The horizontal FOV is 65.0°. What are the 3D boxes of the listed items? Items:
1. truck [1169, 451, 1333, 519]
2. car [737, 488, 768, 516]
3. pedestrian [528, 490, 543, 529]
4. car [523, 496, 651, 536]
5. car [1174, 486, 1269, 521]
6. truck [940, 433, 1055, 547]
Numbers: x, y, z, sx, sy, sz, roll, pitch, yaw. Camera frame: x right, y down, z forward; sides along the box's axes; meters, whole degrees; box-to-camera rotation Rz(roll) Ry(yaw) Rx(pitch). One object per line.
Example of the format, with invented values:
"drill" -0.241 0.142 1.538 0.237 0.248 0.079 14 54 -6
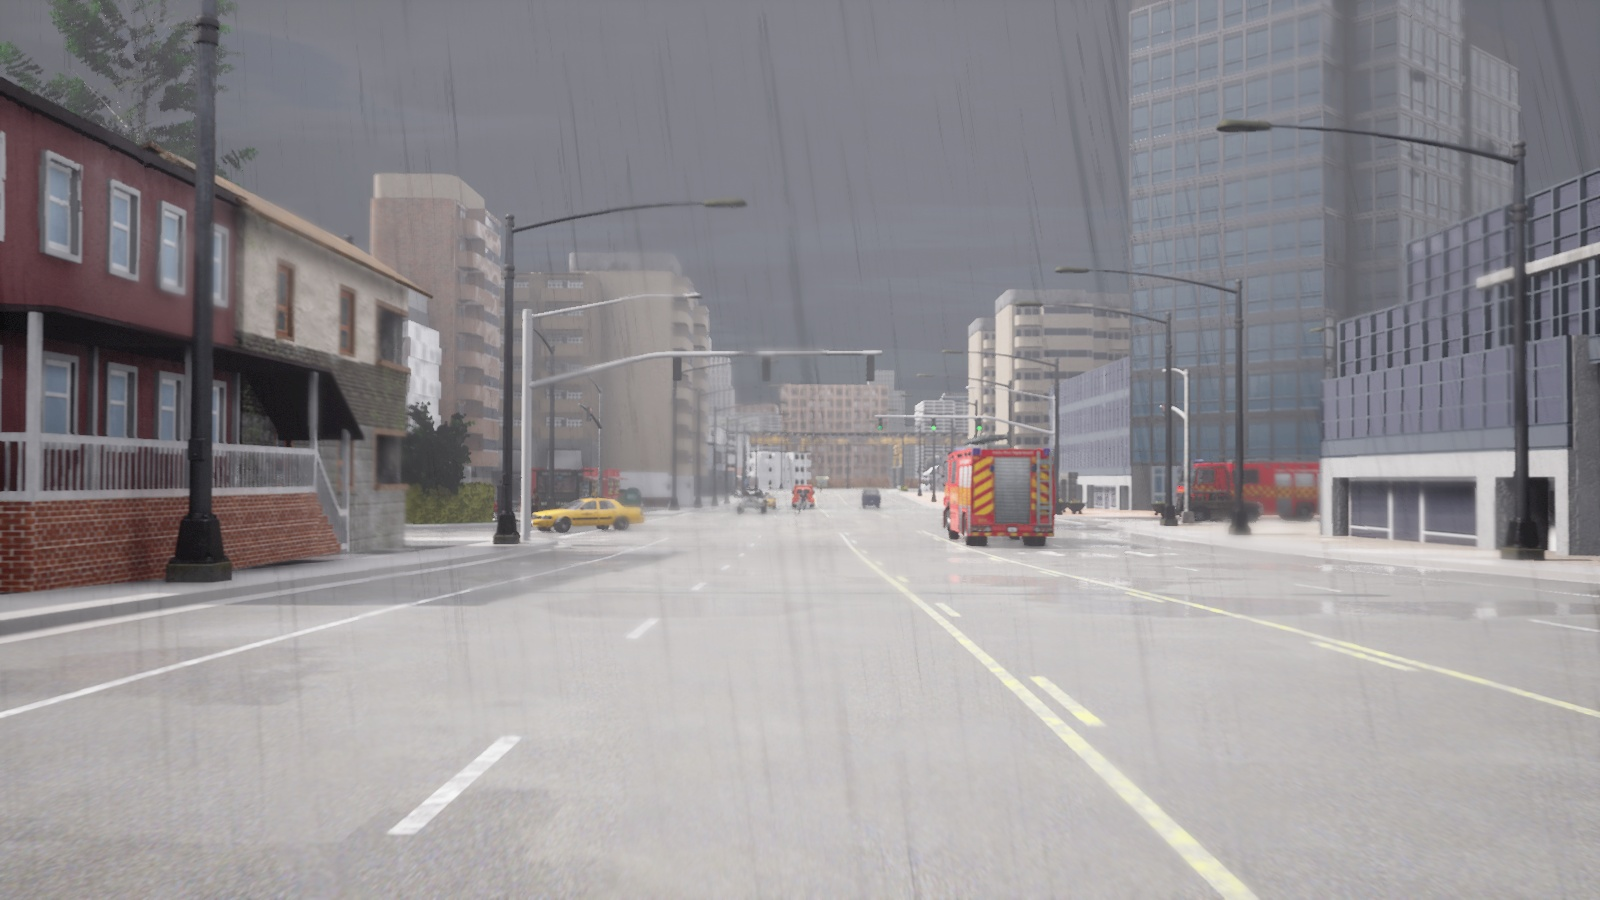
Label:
"truck" 26.190 2.040 73.207 8.468 3.827 2.891 0 -1 1
"car" -3.268 3.551 86.521 1.932 1.855 4.605 0 -2 0
"pedestrian" -12.270 2.766 58.259 0.328 1.805 0.869 -1 -1 16
"car" -9.308 2.863 55.234 5.366 1.575 1.801 1 -2 -40
"car" 23.369 2.955 69.753 4.605 1.855 1.932 0 -1 0
"truck" 7.125 1.446 46.529 2.891 3.827 8.468 0 -2 0
